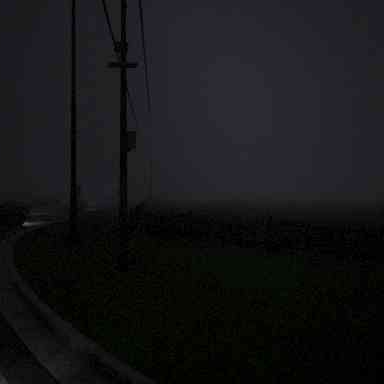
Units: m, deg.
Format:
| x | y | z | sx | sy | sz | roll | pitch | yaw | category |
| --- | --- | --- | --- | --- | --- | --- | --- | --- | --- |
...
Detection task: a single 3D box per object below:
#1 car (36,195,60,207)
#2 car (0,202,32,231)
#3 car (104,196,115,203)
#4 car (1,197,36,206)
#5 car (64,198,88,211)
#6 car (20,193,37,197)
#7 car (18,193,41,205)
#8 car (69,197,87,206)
| x | y | z | sx | sy | sz | roll | pitch | yaw | category |
| --- | --- | --- | --- | --- | --- | --- | --- | --- | --- |
| -22.250 | 1.524 | 52.136 | 1.812 | 1.442 | 4.674 | 0 | 0 | -6 | car |
| -11.877 | 1.546 | 19.978 | 2.033 | 1.411 | 5.357 | 0 | 0 | -6 | car |
| -16.936 | 1.506 | 68.274 | 2.128 | 1.511 | 4.902 | 0 | 0 | -6 | car |
| -16.508 | 1.476 | 30.701 | 1.882 | 1.535 | 5.008 | 0 | 0 | -6 | car |
| -13.957 | 1.562 | 40.102 | 1.994 | 1.385 | 4.181 | 0 | 0 | -6 | car |
| -25.855 | 1.350 | 52.975 | 2.097 | 1.767 | 4.553 | 0 | 0 | -6 | car |
| -30.407 | 1.221 | 62.377 | 2.150 | 2.045 | 5.566 | 0 | 0 | -5 | car |
| -19.114 | 1.599 | 55.836 | 1.895 | 1.301 | 4.718 | 0 | 0 | -6 | car |
